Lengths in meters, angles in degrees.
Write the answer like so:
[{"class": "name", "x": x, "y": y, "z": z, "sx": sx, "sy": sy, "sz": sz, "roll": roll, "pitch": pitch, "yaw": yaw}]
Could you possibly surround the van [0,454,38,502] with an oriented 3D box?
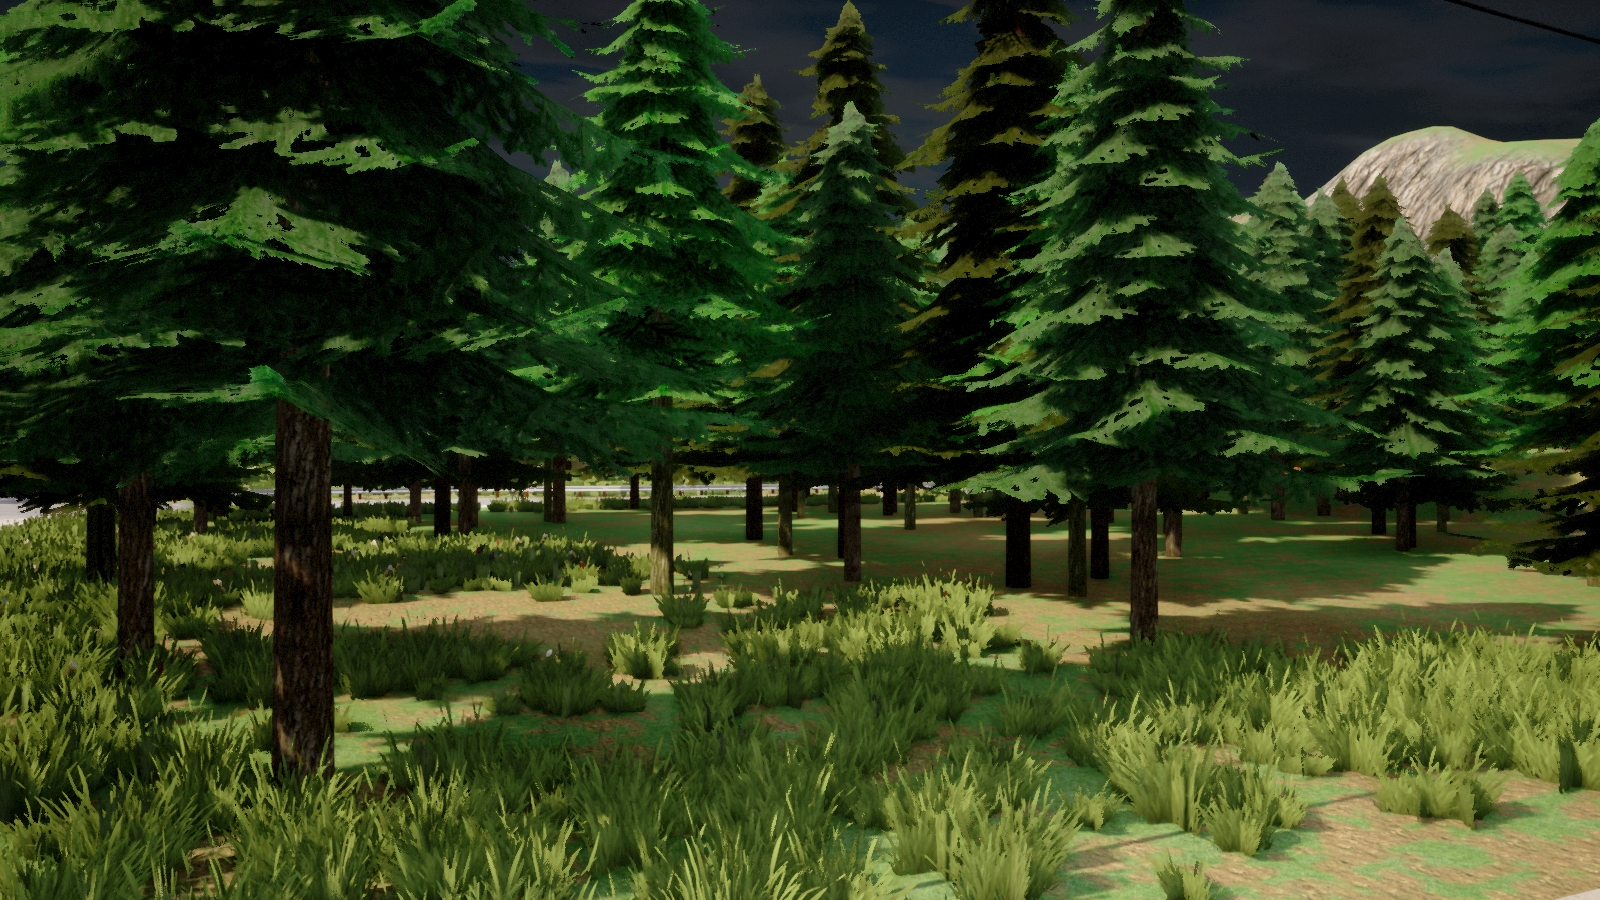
[{"class": "van", "x": -44.296, "y": 1.534, "z": 63.910, "sx": 1.988, "sy": 2.561, "sz": 5.915, "roll": 0, "pitch": 0, "yaw": -26}]
